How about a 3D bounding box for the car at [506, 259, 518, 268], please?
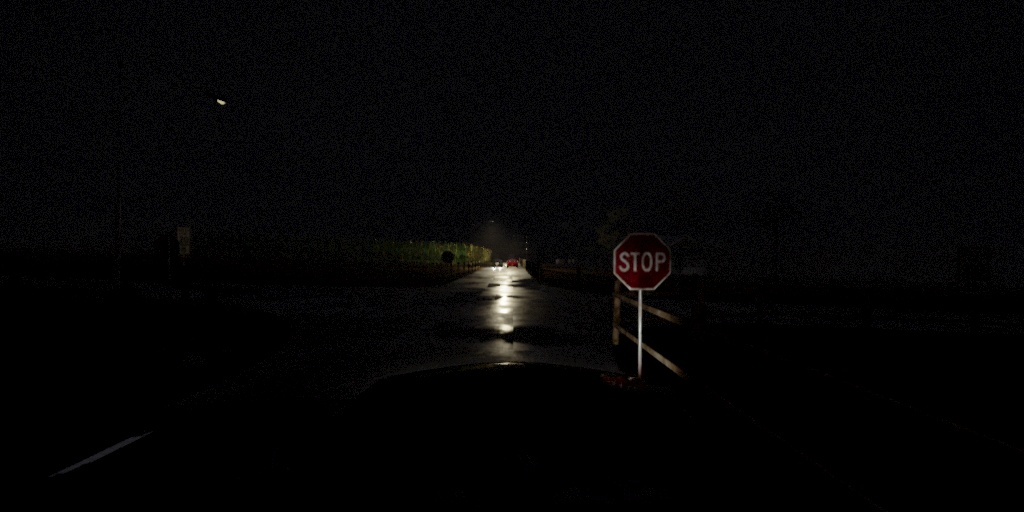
[{"bbox_3d":[0.080,1.271,61.446,1.882,1.535,5.008,0,0,0],"label":"car"}]
